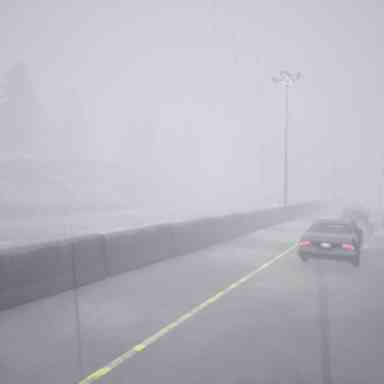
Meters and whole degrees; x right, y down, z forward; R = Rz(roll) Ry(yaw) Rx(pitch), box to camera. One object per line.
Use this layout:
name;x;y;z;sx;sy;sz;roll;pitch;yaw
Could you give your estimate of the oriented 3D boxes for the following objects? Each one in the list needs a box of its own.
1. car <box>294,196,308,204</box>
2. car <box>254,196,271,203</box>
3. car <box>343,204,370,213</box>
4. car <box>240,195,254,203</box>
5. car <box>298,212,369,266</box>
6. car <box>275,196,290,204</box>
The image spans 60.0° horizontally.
car;20.401;1.476;62.045;1.812;1.442;4.674;0;1;29
car;14.251;1.434;65.365;1.812;1.442;4.674;0;1;29
car;13.086;1.720;26.570;1.812;1.442;4.674;0;0;29
car;11.175;1.389;67.019;1.837;1.490;4.892;0;1;29
car;5.252;1.672;12.223;2.033;1.411;5.357;0;0;29
car;17.321;1.529;63.691;1.895;1.301;4.718;0;1;29
